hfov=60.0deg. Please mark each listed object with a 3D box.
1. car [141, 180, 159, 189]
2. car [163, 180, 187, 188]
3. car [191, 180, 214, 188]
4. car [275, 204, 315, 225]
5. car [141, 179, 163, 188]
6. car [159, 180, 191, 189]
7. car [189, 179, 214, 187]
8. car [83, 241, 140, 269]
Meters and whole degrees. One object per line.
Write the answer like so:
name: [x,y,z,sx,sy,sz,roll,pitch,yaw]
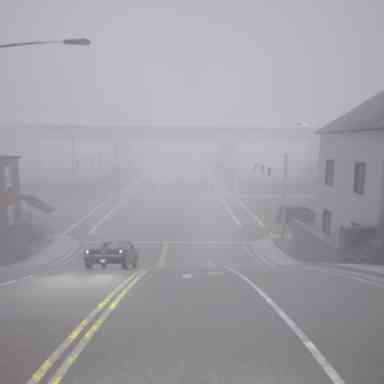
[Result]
car: [-8.005,-1.542,66.833,4.974,1.542,2.038,8,11,43]
car: [-3.355,-1.692,66.870,4.536,1.218,1.853,-6,10,-36]
car: [1.967,-1.629,67.665,4.974,1.542,2.038,5,9,28]
car: [12.177,2.518,37.287,5.566,2.045,2.150,0,8,1]
car: [-8.043,-1.703,66.846,4.536,1.218,1.853,8,11,43]
car: [-3.397,-1.532,66.862,4.974,1.542,2.038,-6,10,-36]
car: [1.921,-1.789,67.666,4.536,1.218,1.853,5,9,28]
car: [-3.805,3.058,16.346,1.895,1.301,4.718,0,-11,-1]
